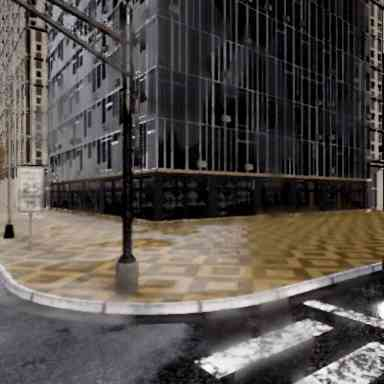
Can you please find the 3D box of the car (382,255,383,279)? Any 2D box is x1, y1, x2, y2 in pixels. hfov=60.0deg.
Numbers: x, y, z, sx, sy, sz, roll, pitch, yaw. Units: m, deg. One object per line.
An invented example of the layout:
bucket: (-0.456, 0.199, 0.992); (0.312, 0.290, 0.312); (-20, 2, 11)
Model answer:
car: (6.653, 1.326, 8.142); (4.553, 1.767, 2.097); (0, 0, -35)
